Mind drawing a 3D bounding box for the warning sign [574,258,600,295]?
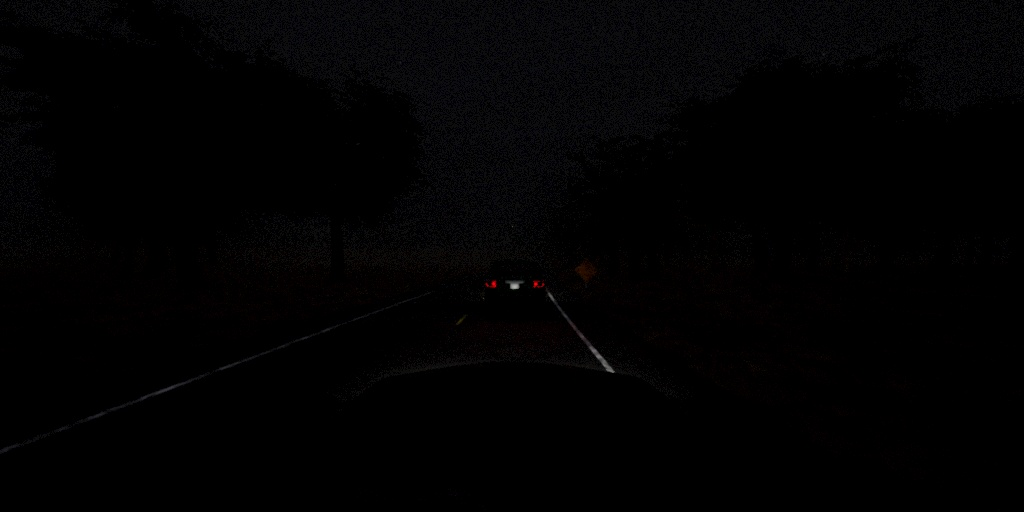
[{"bbox_3d":[3.854,1.021,18.659,1.300,1.860,1.060,0,0,2],"label":"warning sign"}]

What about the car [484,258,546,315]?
[{"bbox_3d":[0.176,1.089,14.325,2.150,2.045,5.566,0,0,2],"label":"car"}]
